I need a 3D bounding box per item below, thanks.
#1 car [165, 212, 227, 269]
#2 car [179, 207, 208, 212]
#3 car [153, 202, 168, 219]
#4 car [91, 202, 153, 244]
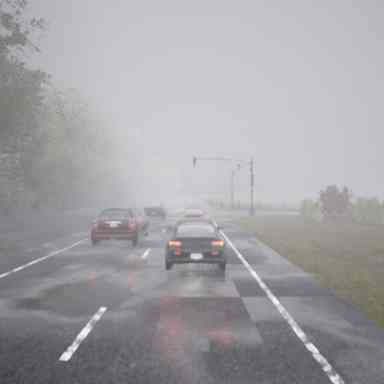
[{"bbox_3d":[0.106,1.613,11.342,1.812,1.442,4.674,0,-1,0],"label":"car"},{"bbox_3d":[0.112,1.692,22.065,1.812,1.442,4.674,0,0,0],"label":"car"},{"bbox_3d":[-3.390,1.715,31.736,1.882,1.535,5.008,0,0,0],"label":"car"},{"bbox_3d":[-3.393,1.477,16.520,2.097,1.767,4.553,0,0,0],"label":"car"}]
